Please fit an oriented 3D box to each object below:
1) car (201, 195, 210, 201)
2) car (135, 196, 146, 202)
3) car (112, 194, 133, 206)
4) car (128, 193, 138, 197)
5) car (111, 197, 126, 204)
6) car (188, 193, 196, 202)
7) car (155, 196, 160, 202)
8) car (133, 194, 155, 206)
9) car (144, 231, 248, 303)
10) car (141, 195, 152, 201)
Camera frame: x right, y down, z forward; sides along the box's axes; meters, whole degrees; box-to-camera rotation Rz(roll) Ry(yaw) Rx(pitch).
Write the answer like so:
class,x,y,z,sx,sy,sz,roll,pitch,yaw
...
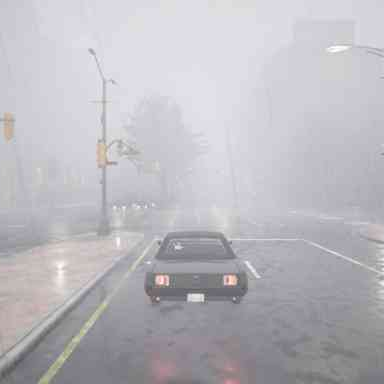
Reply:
class,x,y,z,sx,sy,sz,roll,pitch,yaw
car,3.500,1.595,85.728,1.895,1.301,4.718,0,0,0
car,-11.500,1.552,74.403,1.994,1.385,4.181,0,0,0
car,-11.588,1.525,55.107,1.812,1.442,4.674,0,0,0
car,-11.537,1.221,64.520,2.150,2.045,5.566,0,0,1
car,-14.749,1.595,66.814,1.895,1.301,4.718,0,0,0
car,0.001,1.540,79.702,2.033,1.411,5.357,0,0,0
car,-8.029,1.564,65.742,1.994,1.385,4.181,0,0,1
car,-8.088,1.547,56.506,2.033,1.411,5.357,0,0,0
car,0.075,1.601,8.160,1.895,1.301,4.718,0,0,0
car,-11.500,1.525,84.637,2.128,1.511,4.902,0,0,0
